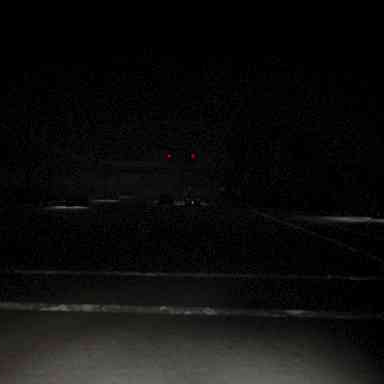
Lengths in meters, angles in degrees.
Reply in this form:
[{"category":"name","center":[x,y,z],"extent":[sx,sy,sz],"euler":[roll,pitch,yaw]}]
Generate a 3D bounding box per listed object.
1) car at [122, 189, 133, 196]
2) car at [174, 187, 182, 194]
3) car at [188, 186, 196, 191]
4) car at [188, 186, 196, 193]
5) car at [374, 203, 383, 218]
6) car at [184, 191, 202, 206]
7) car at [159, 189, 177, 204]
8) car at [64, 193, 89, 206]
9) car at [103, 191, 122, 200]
[{"category":"car","center":[-14.021,0.162,71.575],"extent":[2.033,1.411,5.357],"euler":[0,2,0]},{"category":"car","center":[-3.524,-0.332,80.962],"extent":[2.097,1.767,4.553],"euler":[0,2,0]},{"category":"car","center":[-0.023,-0.075,78.117],"extent":[1.812,1.442,4.674],"euler":[0,2,0]},{"category":"car","center":[-0.026,-0.729,88.077],"extent":[2.097,1.767,4.553],"euler":[0,2,0]},{"category":"car","center":[15.825,1.055,24.295],"extent":[4.553,1.767,2.097],"euler":[0,1,-2]},{"category":"car","center":[0.089,0.946,41.193],"extent":[1.812,1.442,4.674],"euler":[0,1,0]},{"category":"car","center":[-3.412,0.805,45.328],"extent":[1.882,1.535,5.008],"euler":[0,1,0]},{"category":"car","center":[-14.103,0.929,40.937],"extent":[1.837,1.490,4.892],"euler":[0,1,0]},{"category":"car","center":[-14.064,0.539,57.631],"extent":[1.837,1.490,4.892],"euler":[0,1,1]}]
